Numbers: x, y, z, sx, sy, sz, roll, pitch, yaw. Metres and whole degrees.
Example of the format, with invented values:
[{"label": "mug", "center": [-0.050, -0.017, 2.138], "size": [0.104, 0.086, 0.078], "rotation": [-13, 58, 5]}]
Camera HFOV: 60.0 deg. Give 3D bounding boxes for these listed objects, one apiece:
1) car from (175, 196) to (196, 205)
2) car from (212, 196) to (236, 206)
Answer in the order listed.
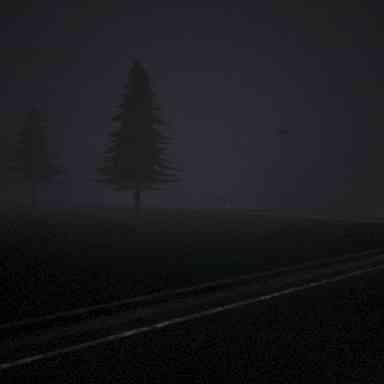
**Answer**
[{"label": "car", "center": [-1.177, 1.550, 60.433], "size": [1.882, 1.535, 5.008], "rotation": [0, 0, -35]}, {"label": "car", "center": [5.510, 1.433, 57.101], "size": [2.097, 1.767, 4.553], "rotation": [0, 0, -36]}]
